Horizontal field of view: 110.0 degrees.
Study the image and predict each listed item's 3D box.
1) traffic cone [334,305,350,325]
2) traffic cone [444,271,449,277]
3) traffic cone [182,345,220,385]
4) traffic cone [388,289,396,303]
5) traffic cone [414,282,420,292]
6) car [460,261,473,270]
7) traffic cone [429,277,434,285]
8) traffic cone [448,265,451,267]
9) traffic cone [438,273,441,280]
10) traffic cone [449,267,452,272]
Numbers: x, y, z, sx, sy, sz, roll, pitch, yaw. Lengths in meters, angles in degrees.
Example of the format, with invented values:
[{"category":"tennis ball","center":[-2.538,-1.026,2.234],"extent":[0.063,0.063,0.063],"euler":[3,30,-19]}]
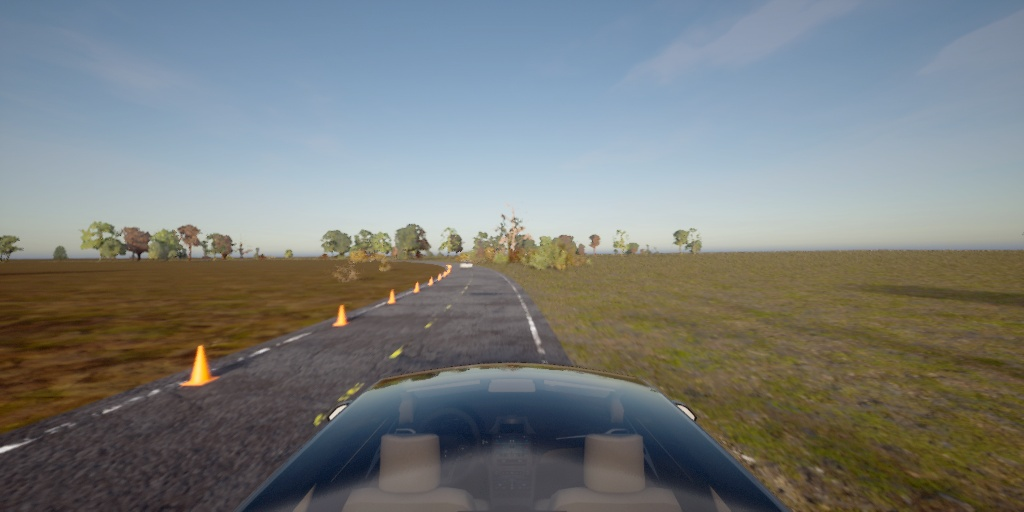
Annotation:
[{"category":"traffic cone","center":[-5.128,1.760,10.818],"extent":[0.340,0.580,0.340],"euler":[0,0,-1]},{"category":"traffic cone","center":[-6.651,1.775,35.529],"extent":[0.340,0.580,0.340],"euler":[0,0,-6]},{"category":"traffic cone","center":[-5.082,1.758,5.865],"extent":[0.340,0.580,0.340],"euler":[0,0,0]},{"category":"traffic cone","center":[-5.261,1.761,15.769],"extent":[0.340,0.580,0.340],"euler":[0,0,-2]},{"category":"traffic cone","center":[-5.479,1.764,20.717],"extent":[0.340,0.580,0.340],"euler":[0,0,-3]},{"category":"car","center":[-7.124,1.415,55.771],"extent":[1.895,1.301,4.718],"euler":[-1,0,-10]},{"category":"traffic cone","center":[-5.784,1.767,25.661],"extent":[0.340,0.580,0.340],"euler":[0,0,-4]},{"category":"traffic cone","center":[-7.861,1.785,45.360],"extent":[0.340,0.580,0.340],"euler":[0,0,-8]},{"category":"traffic cone","center":[-6.175,1.771,30.599],"extent":[0.340,0.580,0.340],"euler":[0,0,-5]},{"category":"traffic cone","center":[-7.213,1.780,40.450],"extent":[0.340,0.580,0.340],"euler":[0,0,-7]}]
